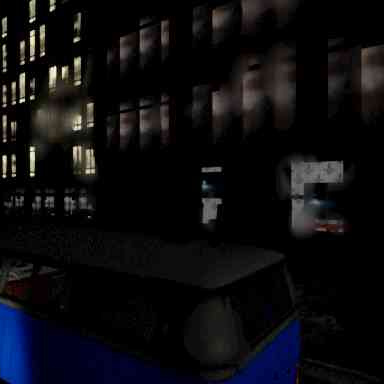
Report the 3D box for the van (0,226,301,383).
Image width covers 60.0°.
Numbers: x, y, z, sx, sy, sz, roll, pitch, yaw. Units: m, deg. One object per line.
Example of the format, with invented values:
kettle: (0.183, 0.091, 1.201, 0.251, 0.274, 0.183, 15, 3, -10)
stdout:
van: (-0.909, 1.341, 3.522, 3.998, 1.788, 1.690, 0, 0, 35)
